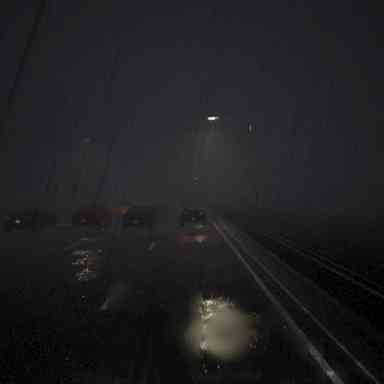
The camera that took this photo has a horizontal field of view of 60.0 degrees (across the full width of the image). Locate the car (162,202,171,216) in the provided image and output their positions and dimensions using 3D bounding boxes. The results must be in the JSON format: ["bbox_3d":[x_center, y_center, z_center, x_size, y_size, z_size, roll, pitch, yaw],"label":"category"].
[{"bbox_3d":[-3.409,1.805,36.306,2.128,1.511,4.902,0,0,0],"label":"car"}]

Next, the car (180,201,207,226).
[{"bbox_3d":[0.094,1.712,25.500,2.128,1.511,4.902,0,0,0],"label":"car"}]

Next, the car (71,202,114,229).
[{"bbox_3d":[-6.904,1.680,23.535,1.882,1.535,5.008,0,-1,0],"label":"car"}]

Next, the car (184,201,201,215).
[{"bbox_3d":[0.091,1.814,38.990,1.882,1.535,5.008,0,0,0],"label":"car"}]

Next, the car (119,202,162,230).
[{"bbox_3d":[-3.402,1.673,22.630,1.882,1.535,5.008,0,-1,0],"label":"car"}]

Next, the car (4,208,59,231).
[{"bbox_3d":[-10.409,1.752,21.897,1.994,1.385,4.181,0,-1,0],"label":"car"}]

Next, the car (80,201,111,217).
[{"bbox_3d":[-10.409,1.788,36.138,1.882,1.535,5.008,0,0,0],"label":"car"}]
